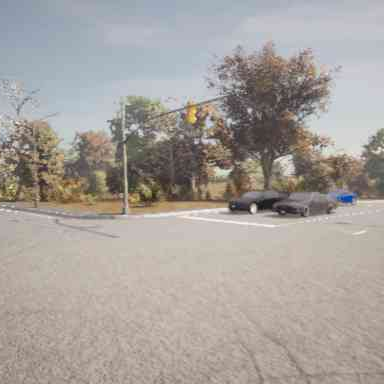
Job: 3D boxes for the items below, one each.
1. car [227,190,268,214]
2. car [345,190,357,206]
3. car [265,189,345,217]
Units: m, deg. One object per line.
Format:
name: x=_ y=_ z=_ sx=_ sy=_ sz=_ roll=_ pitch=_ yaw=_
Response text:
car: x=4.552 y=0.611 z=23.065 sx=5.008 sy=1.535 sz=1.882 roll=-2 pitch=2 yaw=-41
car: x=13.538 y=0.500 z=30.991 sx=5.008 sy=1.535 sz=1.882 roll=0 pitch=0 yaw=-41
car: x=7.176 y=0.704 z=20.713 sx=5.357 sy=1.411 sz=2.033 roll=-2 pitch=2 yaw=-41
